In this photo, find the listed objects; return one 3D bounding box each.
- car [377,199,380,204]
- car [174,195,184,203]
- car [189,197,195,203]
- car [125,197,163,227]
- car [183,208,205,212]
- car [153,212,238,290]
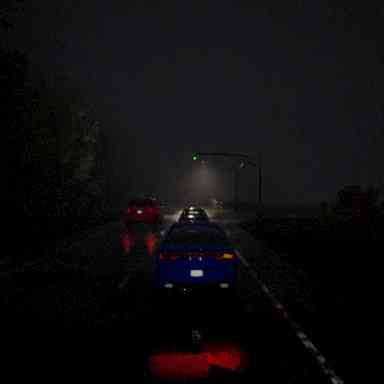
[{"bbox_3d":[19.894,1.800,40.060,5.566,2.045,2.150,1,-1,0],"label":"car"},{"bbox_3d":[-3.517,2.017,87.658,2.097,1.767,4.553,0,0,0],"label":"car"},{"bbox_3d":[-0.017,2.197,92.520,1.837,1.490,4.892,0,0,0],"label":"car"},{"bbox_3d":[-3.404,1.411,24.281,2.150,2.045,5.566,0,0,0],"label":"car"},{"bbox_3d":[0.112,1.710,20.686,2.033,1.411,5.357,0,0,0],"label":"car"},{"bbox_3d":[0.099,1.552,9.352,1.882,1.535,5.008,0,-1,0],"label":"car"}]
